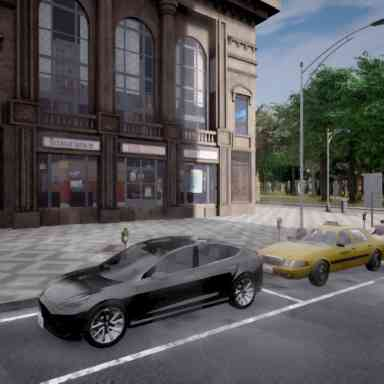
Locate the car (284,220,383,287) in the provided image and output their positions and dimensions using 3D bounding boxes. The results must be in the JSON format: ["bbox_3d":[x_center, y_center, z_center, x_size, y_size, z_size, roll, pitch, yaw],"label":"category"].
[{"bbox_3d":[3.775,1.525,9.348,4.829,1.417,1.752,0,0,-36],"label":"car"}]

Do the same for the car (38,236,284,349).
[{"bbox_3d":[-0.512,1.566,6.287,4.313,1.339,1.947,0,0,-36],"label":"car"}]
